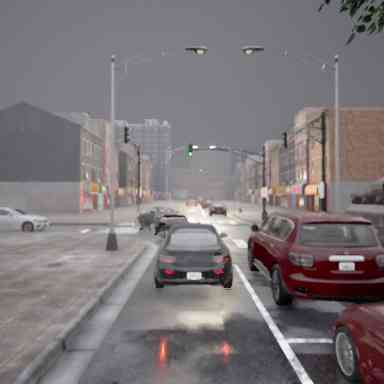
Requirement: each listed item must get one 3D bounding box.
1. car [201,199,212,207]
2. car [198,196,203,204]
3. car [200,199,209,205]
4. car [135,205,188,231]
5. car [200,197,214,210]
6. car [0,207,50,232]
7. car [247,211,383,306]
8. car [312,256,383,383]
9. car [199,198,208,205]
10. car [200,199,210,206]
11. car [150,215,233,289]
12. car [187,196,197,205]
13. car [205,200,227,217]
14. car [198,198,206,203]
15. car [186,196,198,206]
[{"bbox_3d":[2.617,2.079,61.687,1.802,1.307,4.206,0,-1,0],"label":"car"},{"bbox_3d":[2.622,1.761,56.251,2.192,1.841,5.009,1,-1,0],"label":"car"},{"bbox_3d":[2.611,2.185,72.561,1.802,1.307,4.206,0,-1,0],"label":"car"},{"bbox_3d":[-1.908,1.632,19.678,2.128,1.511,4.902,1,-1,-25],"label":"car"},{"bbox_3d":[2.622,1.941,50.812,1.887,1.381,4.507,1,-1,0],"label":"car"},{"bbox_3d":[-10.879,1.630,19.662,4.674,1.442,1.812,0,-1,-2],"label":"car"},{"bbox_3d":[2.646,1.370,8.073,2.192,1.841,5.009,1,0,0],"label":"car"},{"bbox_3d":[2.645,1.600,2.622,1.802,1.307,4.206,1,0,0],"label":"car"},{"bbox_3d":[2.609,2.209,77.998,2.008,1.369,4.403,0,-1,0],"label":"car"},{"bbox_3d":[2.614,2.131,67.123,1.802,1.307,4.206,0,-1,0],"label":"car"},{"bbox_3d":[0.037,1.588,9.225,1.812,1.442,4.674,0,0,0],"label":"car"},{"bbox_3d":[-0.033,1.853,75.017,2.150,2.045,5.566,0,-1,0],"label":"car"},{"bbox_3d":[2.630,1.800,34.501,1.887,1.381,4.507,1,0,0],"label":"car"},{"bbox_3d":[2.604,2.338,88.873,1.947,1.339,4.313,0,-1,0],"label":"car"},{"bbox_3d":[-0.028,1.878,64.715,2.097,1.767,4.553,0,-1,0],"label":"car"}]
